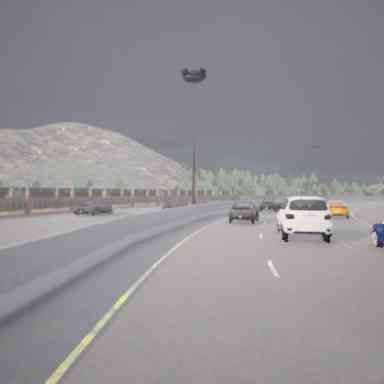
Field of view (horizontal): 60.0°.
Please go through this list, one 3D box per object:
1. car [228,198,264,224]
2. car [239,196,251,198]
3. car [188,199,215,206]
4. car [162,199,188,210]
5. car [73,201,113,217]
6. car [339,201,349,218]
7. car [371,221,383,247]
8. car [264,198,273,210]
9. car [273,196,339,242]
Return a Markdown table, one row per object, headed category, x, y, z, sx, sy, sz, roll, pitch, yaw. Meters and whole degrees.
| category | x | y | z | sx | sy | sz | roll | pitch | yaw |
| --- | --- | --- | --- | --- | --- | --- | --- | --- | --- |
| car | 3.905 | 1.479 | 24.737 | 2.128 | 1.511 | 4.902 | 0 | 0 | 16 |
| car | 10.581 | 1.479 | 67.428 | 1.812 | 1.442 | 4.674 | 0 | 0 | 38 |
| car | 1.621 | 1.563 | 39.674 | 1.895 | 1.301 | 4.718 | 0 | 0 | 24 |
| car | -1.988 | 1.511 | 40.024 | 1.994 | 1.385 | 4.181 | 0 | 0 | 24 |
| car | -9.085 | 1.491 | 30.875 | 1.994 | 1.385 | 4.181 | 0 | 0 | 18 |
| car | 13.140 | 1.499 | 30.405 | 1.882 | 1.535 | 5.008 | 0 | 0 | 21 |
| car | 8.174 | 1.499 | 11.901 | 1.882 | 1.535 | 5.008 | 0 | 0 | 8 |
| car | 9.325 | 1.503 | 39.115 | 1.837 | 1.490 | 4.892 | 0 | 1 | 25 |
| car | 5.510 | 1.227 | 16.806 | 2.150 | 2.045 | 5.566 | 0 | 0 | 11 |
